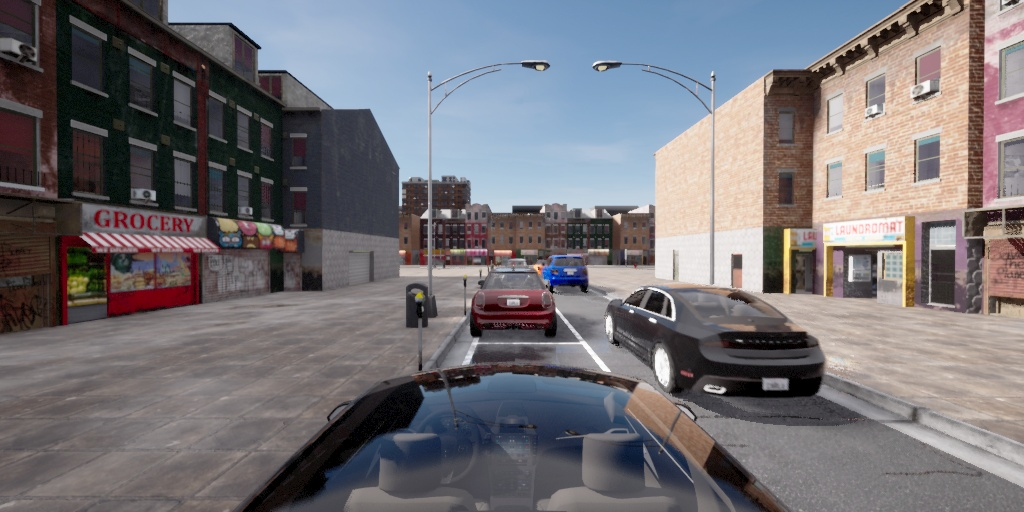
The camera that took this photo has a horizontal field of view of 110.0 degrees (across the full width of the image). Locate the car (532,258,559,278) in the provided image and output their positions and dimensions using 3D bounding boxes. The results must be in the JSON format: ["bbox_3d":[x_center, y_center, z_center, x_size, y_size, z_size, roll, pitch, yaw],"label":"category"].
[{"bbox_3d":[3.114,1.109,34.185,2.097,1.767,4.553,0,0,0],"label":"car"}]

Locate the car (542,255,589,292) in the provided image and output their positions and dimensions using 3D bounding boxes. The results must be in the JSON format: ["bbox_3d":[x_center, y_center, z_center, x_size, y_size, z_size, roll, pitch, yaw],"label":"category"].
[{"bbox_3d":[3.021,0.974,21.166,2.150,2.045,5.566,0,0,0],"label":"car"}]

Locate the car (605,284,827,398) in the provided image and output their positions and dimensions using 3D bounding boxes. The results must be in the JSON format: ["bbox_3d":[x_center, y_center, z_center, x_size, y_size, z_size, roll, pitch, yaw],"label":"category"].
[{"bbox_3d":[3.118,1.255,6.658,1.837,1.490,4.892,0,0,0],"label":"car"}]

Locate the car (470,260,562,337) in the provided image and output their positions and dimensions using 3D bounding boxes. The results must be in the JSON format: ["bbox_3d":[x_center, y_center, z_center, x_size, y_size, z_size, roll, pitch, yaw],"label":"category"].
[{"bbox_3d":[0.033,1.102,10.471,2.097,1.767,4.553,0,0,0],"label":"car"}]
